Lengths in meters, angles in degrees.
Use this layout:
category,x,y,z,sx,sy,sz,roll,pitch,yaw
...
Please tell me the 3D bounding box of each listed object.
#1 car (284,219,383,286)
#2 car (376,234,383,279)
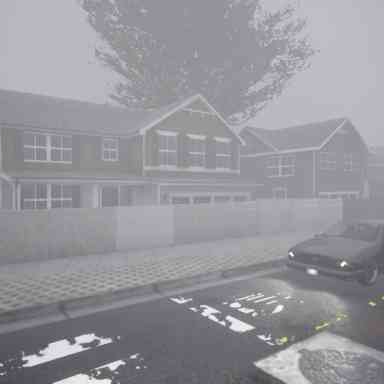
category,x,y,z,sx,sy,sz,roll,pitch,yaw
car,4.995,1.490,9.450,5.357,1.411,2.033,0,1,-36
car,6.100,1.512,6.725,5.357,1.411,2.033,0,1,-36
